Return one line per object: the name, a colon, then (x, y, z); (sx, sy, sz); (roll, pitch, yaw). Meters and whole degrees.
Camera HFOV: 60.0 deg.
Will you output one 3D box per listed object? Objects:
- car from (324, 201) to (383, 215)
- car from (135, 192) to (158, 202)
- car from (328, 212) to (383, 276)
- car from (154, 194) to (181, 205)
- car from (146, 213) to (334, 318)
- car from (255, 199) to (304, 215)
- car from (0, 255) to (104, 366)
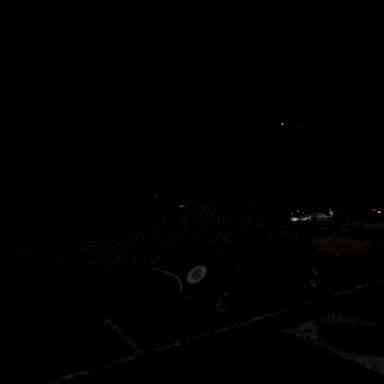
car: (12.493, 1.399, 25.813); (1.994, 1.385, 4.181); (0, 1, -34)
car: (-7.448, 0.746, 53.718); (1.994, 1.385, 4.181); (0, 1, -34)
car: (5.327, 1.561, 10.446); (4.829, 1.417, 1.752); (0, 0, -35)
car: (-3.174, 0.955, 42.359); (1.994, 1.385, 4.181); (0, 1, -36)
car: (1.022, 1.457, 7.378); (4.097, 1.590, 1.967); (0, 0, -35)
car: (7.220, 1.298, 27.822); (1.994, 1.385, 4.181); (0, 1, -36)
car: (-3.422, 1.543, 4.210); (4.507, 1.381, 1.887); (0, 0, -35)
